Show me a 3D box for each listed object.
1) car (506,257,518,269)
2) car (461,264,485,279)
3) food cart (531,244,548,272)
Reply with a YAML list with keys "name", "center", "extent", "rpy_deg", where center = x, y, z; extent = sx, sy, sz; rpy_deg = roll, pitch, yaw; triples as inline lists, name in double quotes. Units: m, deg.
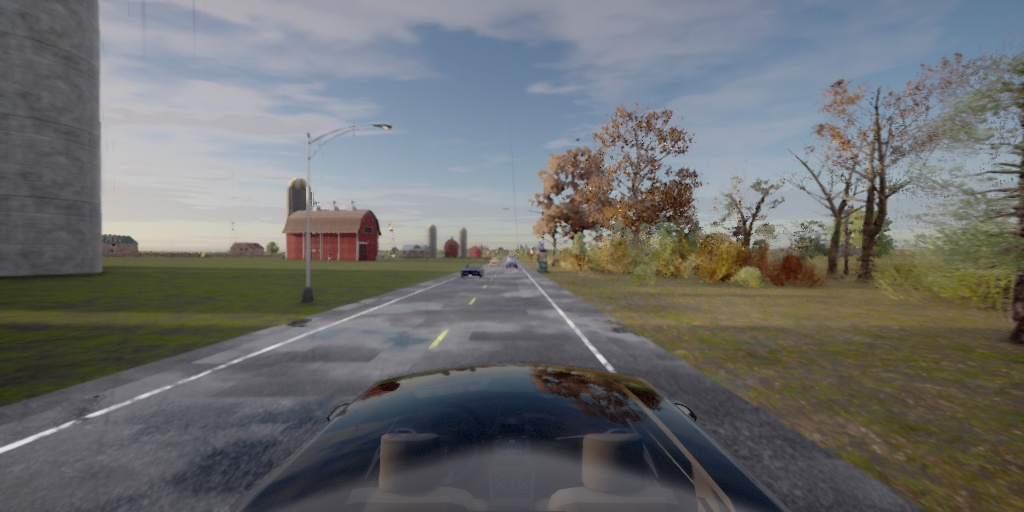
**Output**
- name: "car"
  center: [-0.027, 1.334, 57.720]
  extent: [1.812, 1.442, 4.674]
  rpy_deg: [0, 0, 0]
- name: "car"
  center: [-3.610, 1.386, 33.400]
  extent: [1.895, 1.301, 4.718]
  rpy_deg: [0, 0, 0]
- name: "food cart"
  center: [3.978, 0.265, 47.974]
  extent: [2.280, 3.560, 4.660]
  rpy_deg: [0, 0, 0]
